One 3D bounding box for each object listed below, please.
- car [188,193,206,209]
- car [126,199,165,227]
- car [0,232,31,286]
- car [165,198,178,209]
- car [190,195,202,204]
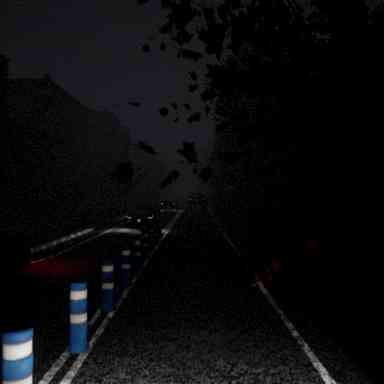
[{"bbox_3d":[0.627,1.103,44.152,2.150,2.045,5.566,0,0,1],"label":"car"},{"bbox_3d":[-3.179,1.465,22.554,1.837,1.490,4.892,0,1,1],"label":"car"},{"bbox_3d":[-6.197,1.486,7.209,1.882,1.535,5.008,0,0,37],"label":"car"},{"bbox_3d":[-2.837,1.491,42.045,1.895,1.301,4.718,0,0,1],"label":"car"},{"bbox_3d":[0.765,1.353,58.605,2.033,1.411,5.357,0,0,1],"label":"car"}]
